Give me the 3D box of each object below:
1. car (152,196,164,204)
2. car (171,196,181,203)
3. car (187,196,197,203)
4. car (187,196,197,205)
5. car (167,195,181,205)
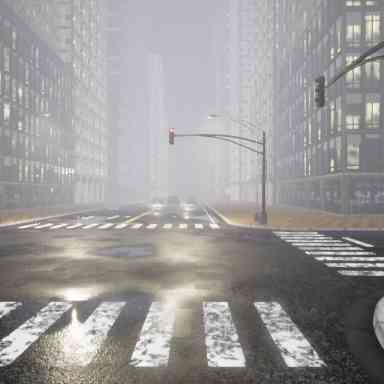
[{"bbox_3d":[-6.519,1.608,64.298,2.128,1.511,4.902,0,0,0],"label":"car"},{"bbox_3d":[-3.271,1.565,70.162,1.895,1.301,4.718,0,0,0],"label":"car"},{"bbox_3d":[-0.021,1.541,70.549,1.994,1.385,4.181,0,0,0],"label":"car"},{"bbox_3d":[-0.018,1.703,60.577,1.895,1.301,4.718,0,0,0],"label":"car"},{"bbox_3d":[-3.268,1.453,60.101,2.097,1.767,4.553,0,0,0],"label":"car"}]
